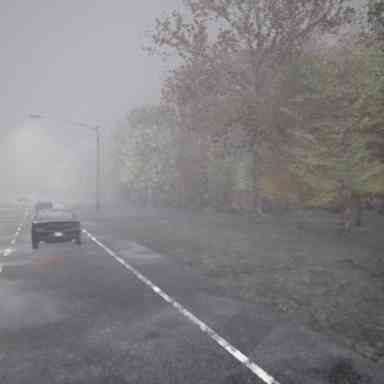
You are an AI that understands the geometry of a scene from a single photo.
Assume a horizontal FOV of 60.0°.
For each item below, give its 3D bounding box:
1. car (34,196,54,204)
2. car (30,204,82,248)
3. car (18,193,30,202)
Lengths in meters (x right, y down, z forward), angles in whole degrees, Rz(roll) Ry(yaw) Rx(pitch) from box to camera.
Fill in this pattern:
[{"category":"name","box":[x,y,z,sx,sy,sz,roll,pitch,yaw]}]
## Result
[{"category":"car","box":[-17.296,1.556,38.927,1.882,1.535,5.008,0,0,-25]},{"category":"car","box":[-6.274,1.510,15.279,1.882,1.535,5.008,0,0,-25]},{"category":"car","box":[-39.368,1.365,77.976,2.150,2.045,5.566,0,0,-25]}]
